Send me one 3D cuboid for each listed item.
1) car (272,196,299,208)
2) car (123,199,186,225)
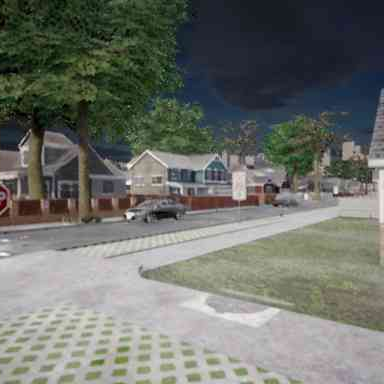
[{"bbox_3d":[11.987,1.261,42.176,2.033,1.411,5.357,0,0,36],"label":"car"},{"bbox_3d":[-2.371,1.251,22.004,2.128,1.511,4.902,0,0,35],"label":"car"}]
